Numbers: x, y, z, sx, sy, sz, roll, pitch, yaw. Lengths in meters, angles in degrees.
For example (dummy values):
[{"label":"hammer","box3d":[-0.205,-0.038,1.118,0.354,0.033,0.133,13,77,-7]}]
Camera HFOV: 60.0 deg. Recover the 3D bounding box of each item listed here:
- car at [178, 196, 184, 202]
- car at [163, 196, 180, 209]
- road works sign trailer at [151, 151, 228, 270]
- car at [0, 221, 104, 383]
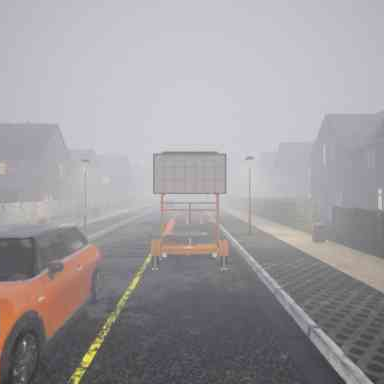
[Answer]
[{"label":"car","box3d":[-3.399,1.843,90.896,2.097,1.767,4.553,0,-1,0]},{"label":"car","box3d":[-3.175,1.659,45.745,2.033,1.411,5.357,0,0,0]},{"label":"road works sign trailer","box3d":[-0.070,0.467,11.009,2.380,3.560,2.880,0,0,0]},{"label":"car","box3d":[-2.883,1.352,5.082,2.097,1.767,4.553,0,0,0]}]
